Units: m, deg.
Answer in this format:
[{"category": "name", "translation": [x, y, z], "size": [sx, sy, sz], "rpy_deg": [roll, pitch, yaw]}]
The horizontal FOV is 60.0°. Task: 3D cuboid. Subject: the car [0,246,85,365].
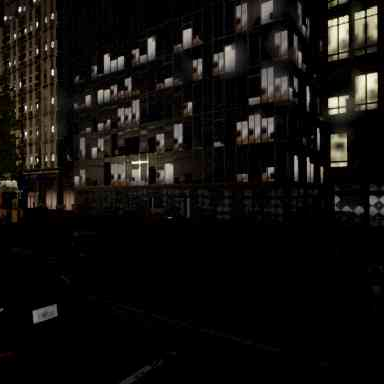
[{"category": "car", "translation": [-3.538, 1.566, 5.395], "size": [4.313, 1.339, 1.947], "rpy_deg": [0, 0, 35]}]
